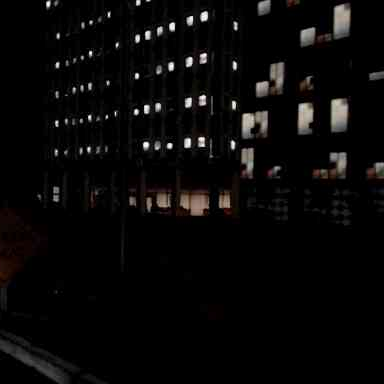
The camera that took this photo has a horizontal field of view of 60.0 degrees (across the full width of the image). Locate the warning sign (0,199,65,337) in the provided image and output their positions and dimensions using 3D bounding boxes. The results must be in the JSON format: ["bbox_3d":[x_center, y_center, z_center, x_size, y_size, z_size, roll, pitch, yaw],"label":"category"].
[{"bbox_3d":[-2.877,1.063,5.139,1.060,1.860,1.300,2,0,35],"label":"warning sign"}]
